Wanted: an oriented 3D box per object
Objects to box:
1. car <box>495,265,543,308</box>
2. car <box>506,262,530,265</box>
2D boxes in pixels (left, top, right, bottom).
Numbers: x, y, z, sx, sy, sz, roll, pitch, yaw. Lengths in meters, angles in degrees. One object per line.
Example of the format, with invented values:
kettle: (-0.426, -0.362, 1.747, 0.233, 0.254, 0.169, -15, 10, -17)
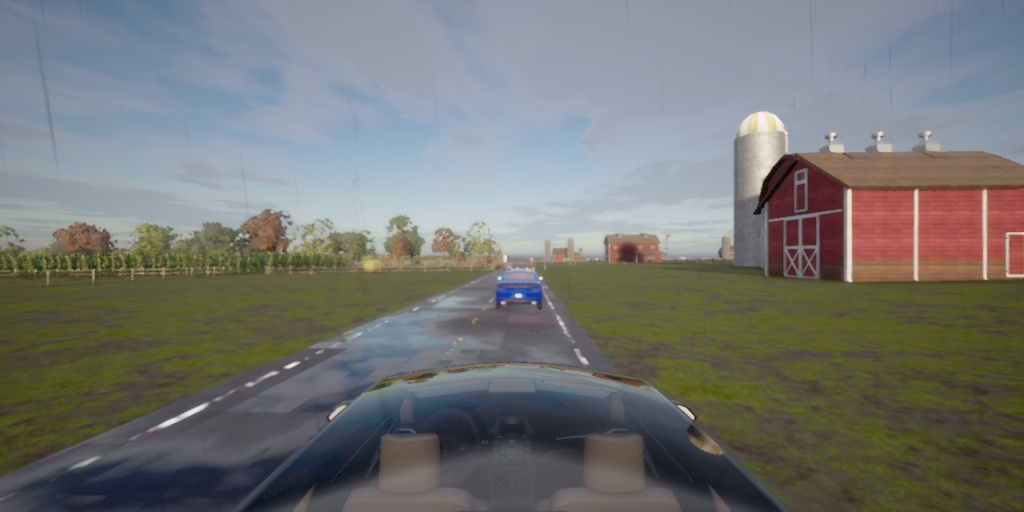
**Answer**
car: (0.362, 1.363, 16.000, 1.882, 1.535, 5.008, 0, 0, 3)
car: (0.864, 1.367, 30.168, 2.097, 1.767, 4.553, 0, -1, 3)
